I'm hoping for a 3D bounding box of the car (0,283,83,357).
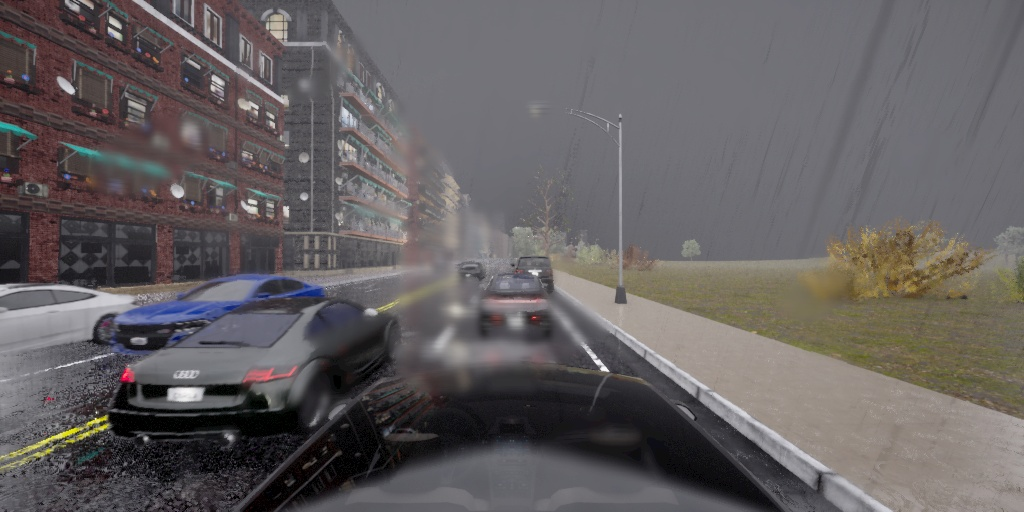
[{"bbox_3d":[-9.840,1.276,6.740,1.812,1.442,4.674,0,0,0],"label":"car"}]

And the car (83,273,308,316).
[{"bbox_3d":[-6.603,1.228,8.844,1.882,1.535,5.008,0,0,0],"label":"car"}]

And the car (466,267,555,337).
[{"bbox_3d":[0.095,1.243,10.338,2.128,1.511,4.902,0,0,0],"label":"car"}]

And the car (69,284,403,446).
[{"bbox_3d":[-3.152,1.314,5.472,1.994,1.385,4.181,0,0,0],"label":"car"}]

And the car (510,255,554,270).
[{"bbox_3d":[1.126,0.977,20.208,2.150,2.045,5.566,0,0,0],"label":"car"}]

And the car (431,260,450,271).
[{"bbox_3d":[-9.882,1.297,50.143,2.033,1.411,5.357,0,0,0],"label":"car"}]

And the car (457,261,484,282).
[{"bbox_3d":[-3.168,1.257,29.331,1.837,1.490,4.892,0,0,0],"label":"car"}]
